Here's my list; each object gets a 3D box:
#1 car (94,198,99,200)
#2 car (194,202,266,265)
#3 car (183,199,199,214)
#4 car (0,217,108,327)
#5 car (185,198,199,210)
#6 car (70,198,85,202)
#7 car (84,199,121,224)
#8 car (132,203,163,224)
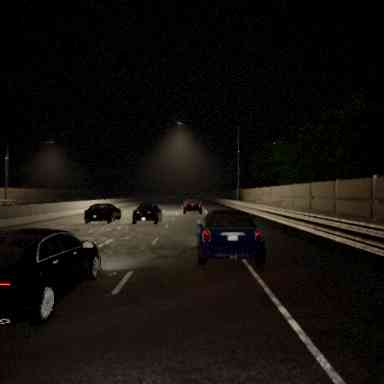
[{"bbox_3d":[-20.995,2.041,73.871,1.895,1.301,4.718,0,0,0],"label":"car"},{"bbox_3d":[1.226,1.407,12.093,2.097,1.767,4.553,0,0,0],"label":"car"},{"bbox_3d":[0.077,1.557,38.971,2.097,1.767,4.553,0,0,0],"label":"car"},{"bbox_3d":[-3.399,1.536,7.118,1.837,1.490,4.892,0,0,0],"label":"car"},{"bbox_3d":[0.009,1.750,48.892,1.882,1.535,5.008,0,0,0],"label":"car"},{"bbox_3d":[-24.496,2.015,71.153,1.895,1.301,4.718,0,0,0],"label":"car"},{"bbox_3d":[-6.898,1.604,26.121,1.882,1.535,5.008,0,0,0],"label":"car"},{"bbox_3d":[-3.398,1.630,25.720,1.837,1.490,4.892,0,0,0],"label":"car"}]
